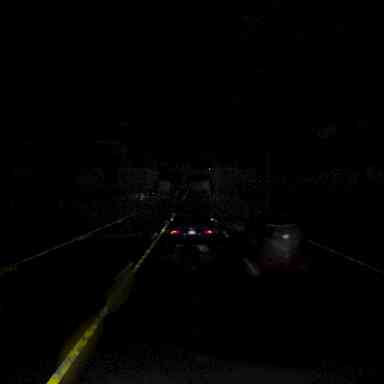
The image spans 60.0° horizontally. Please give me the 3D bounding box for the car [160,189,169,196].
[{"bbox_3d":[-6.999,0.096,85.382,2.097,1.767,4.553,0,1,0],"label":"car"}]

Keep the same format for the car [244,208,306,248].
[{"bbox_3d":[3.500,1.451,14.687,2.128,1.511,4.902,0,0,0],"label":"car"}]

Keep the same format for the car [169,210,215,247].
[{"bbox_3d":[0.000,1.519,14.688,2.033,1.411,5.357,0,0,0],"label":"car"}]

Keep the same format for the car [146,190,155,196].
[{"bbox_3d":[-10.499,0.251,85.241,1.837,1.490,4.892,0,1,0],"label":"car"}]
